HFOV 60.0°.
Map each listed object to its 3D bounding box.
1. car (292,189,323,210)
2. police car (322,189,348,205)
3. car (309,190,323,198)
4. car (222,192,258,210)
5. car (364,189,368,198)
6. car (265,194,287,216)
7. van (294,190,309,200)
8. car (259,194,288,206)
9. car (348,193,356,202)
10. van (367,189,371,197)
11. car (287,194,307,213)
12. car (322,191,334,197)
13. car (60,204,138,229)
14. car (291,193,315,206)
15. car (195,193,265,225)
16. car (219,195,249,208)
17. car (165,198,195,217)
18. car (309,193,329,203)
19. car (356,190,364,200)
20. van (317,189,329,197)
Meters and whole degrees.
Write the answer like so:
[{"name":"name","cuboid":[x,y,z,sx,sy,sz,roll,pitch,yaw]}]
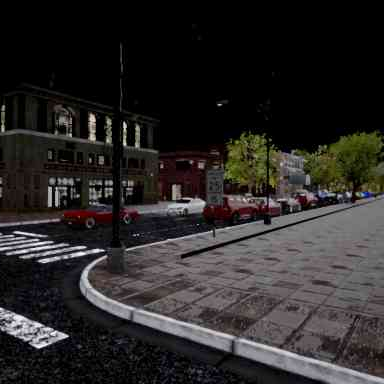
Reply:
[{"name":"car","cuboid":[12.090,0.892,35.867,2.192,1.841,5.009,1,2,34]},{"name":"police car","cuboid":[19.838,0.847,46.376,1.930,1.638,5.238,1,1,35]},{"name":"car","cuboid":[27.157,0.465,72.578,1.967,1.590,4.097,1,2,34]},{"name":"car","cuboid":[5.254,0.921,36.152,2.097,1.767,4.553,1,1,35]},{"name":"car","cuboid":[34.165,0.622,67.983,1.752,1.417,4.829,1,2,34]},{"name":"car","cuboid":[5.808,1.152,26.734,1.967,1.590,4.097,1,2,34]},{"name":"van","cuboid":[20.877,0.504,63.440,1.690,1.788,3.998,1,2,34]},{"name":"car","cuboid":[10.924,0.997,44.341,2.033,1.411,5.357,1,1,35]},{"name":"car","cuboid":[23.707,0.690,52.040,2.097,1.767,4.553,1,1,35]},{"name":"van","cuboid":[40.351,0.301,76.974,1.690,1.788,3.998,1,2,34]},{"name":"car","cuboid":[8.947,1.195,31.305,2.008,1.369,4.403,1,2,34]},{"name":"car","cuboid":[33.436,0.437,81.715,2.008,1.369,4.403,1,2,34]},{"name":"car","cuboid":[-5.583,1.401,20.401,1.895,1.301,4.718,1,1,34]},{"name":"car","cuboid":[14.988,0.970,44.754,1.812,1.442,4.674,1,1,35]},{"name":"car","cuboid":[2.669,1.093,22.164,2.192,1.841,5.009,1,1,34]},{"name":"car","cuboid":[5.174,1.069,40.609,1.947,1.339,4.313,1,2,34]},{"name":"car","cuboid":[-0.337,1.215,28.036,1.812,1.442,4.674,1,1,35]},{"name":"car","cuboid":[19.997,0.860,52.139,1.812,1.442,4.674,1,1,35]},{"name":"car","cuboid":[30.928,0.750,63.277,1.802,1.307,4.206,1,2,34]},{"name":"van","cuboid":[30.298,0.297,77.142,1.690,1.788,3.998,1,2,34]}]
